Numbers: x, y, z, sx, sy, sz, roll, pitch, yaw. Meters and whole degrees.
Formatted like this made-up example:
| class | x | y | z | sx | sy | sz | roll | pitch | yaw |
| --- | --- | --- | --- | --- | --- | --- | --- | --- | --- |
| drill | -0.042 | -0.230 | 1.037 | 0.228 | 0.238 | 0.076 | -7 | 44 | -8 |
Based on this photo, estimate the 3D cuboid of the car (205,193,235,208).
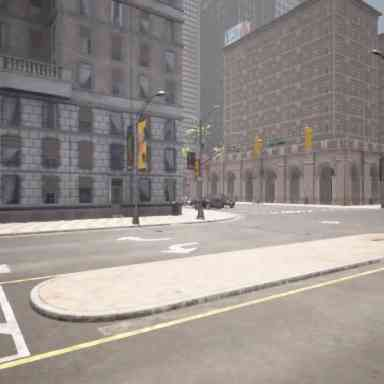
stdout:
| class | x | y | z | sx | sy | sz | roll | pitch | yaw |
| --- | --- | --- | --- | --- | --- | --- | --- | --- | --- |
| car | 3.825 | 1.221 | 47.901 | 2.150 | 2.045 | 5.566 | 0 | 0 | -35 |

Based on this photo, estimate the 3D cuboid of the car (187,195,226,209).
| class | x | y | z | sx | sy | sz | roll | pitch | yaw |
| --- | --- | --- | --- | --- | --- | --- | --- | --- | --- |
| car | 1.850 | 1.478 | 44.629 | 1.882 | 1.535 | 5.008 | 0 | 0 | -35 |

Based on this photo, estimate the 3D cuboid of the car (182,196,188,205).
| class | x | y | z | sx | sy | sz | roll | pitch | yaw |
| --- | --- | --- | --- | --- | --- | --- | --- | --- | --- |
| car | -1.805 | 1.491 | 56.212 | 2.128 | 1.511 | 4.902 | 0 | 0 | -34 |
